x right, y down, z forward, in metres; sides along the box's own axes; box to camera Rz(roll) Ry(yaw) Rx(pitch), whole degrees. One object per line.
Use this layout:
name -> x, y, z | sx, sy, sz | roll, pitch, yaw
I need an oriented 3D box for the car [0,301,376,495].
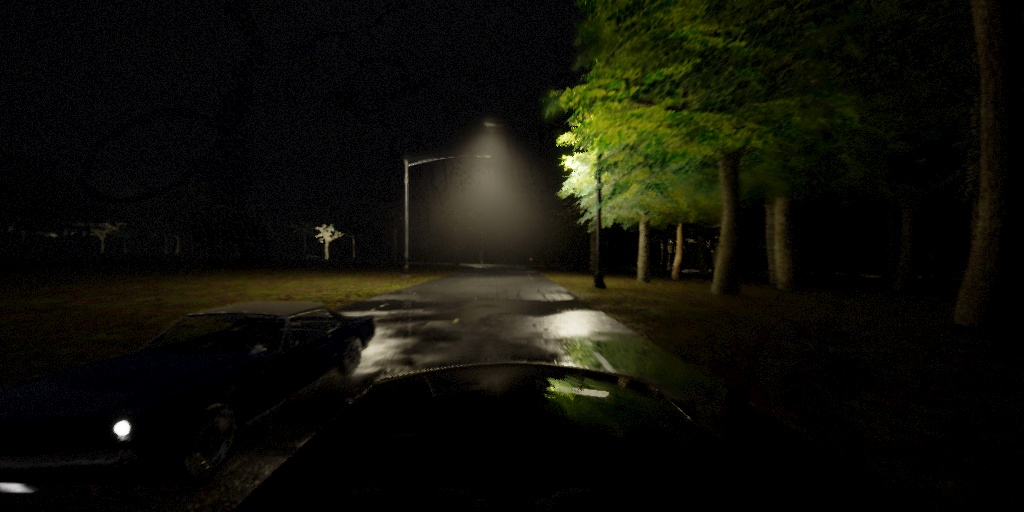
car -> -3.600, 1.362, 4.788 | 1.895, 1.301, 4.718 | 0, 0, 0
